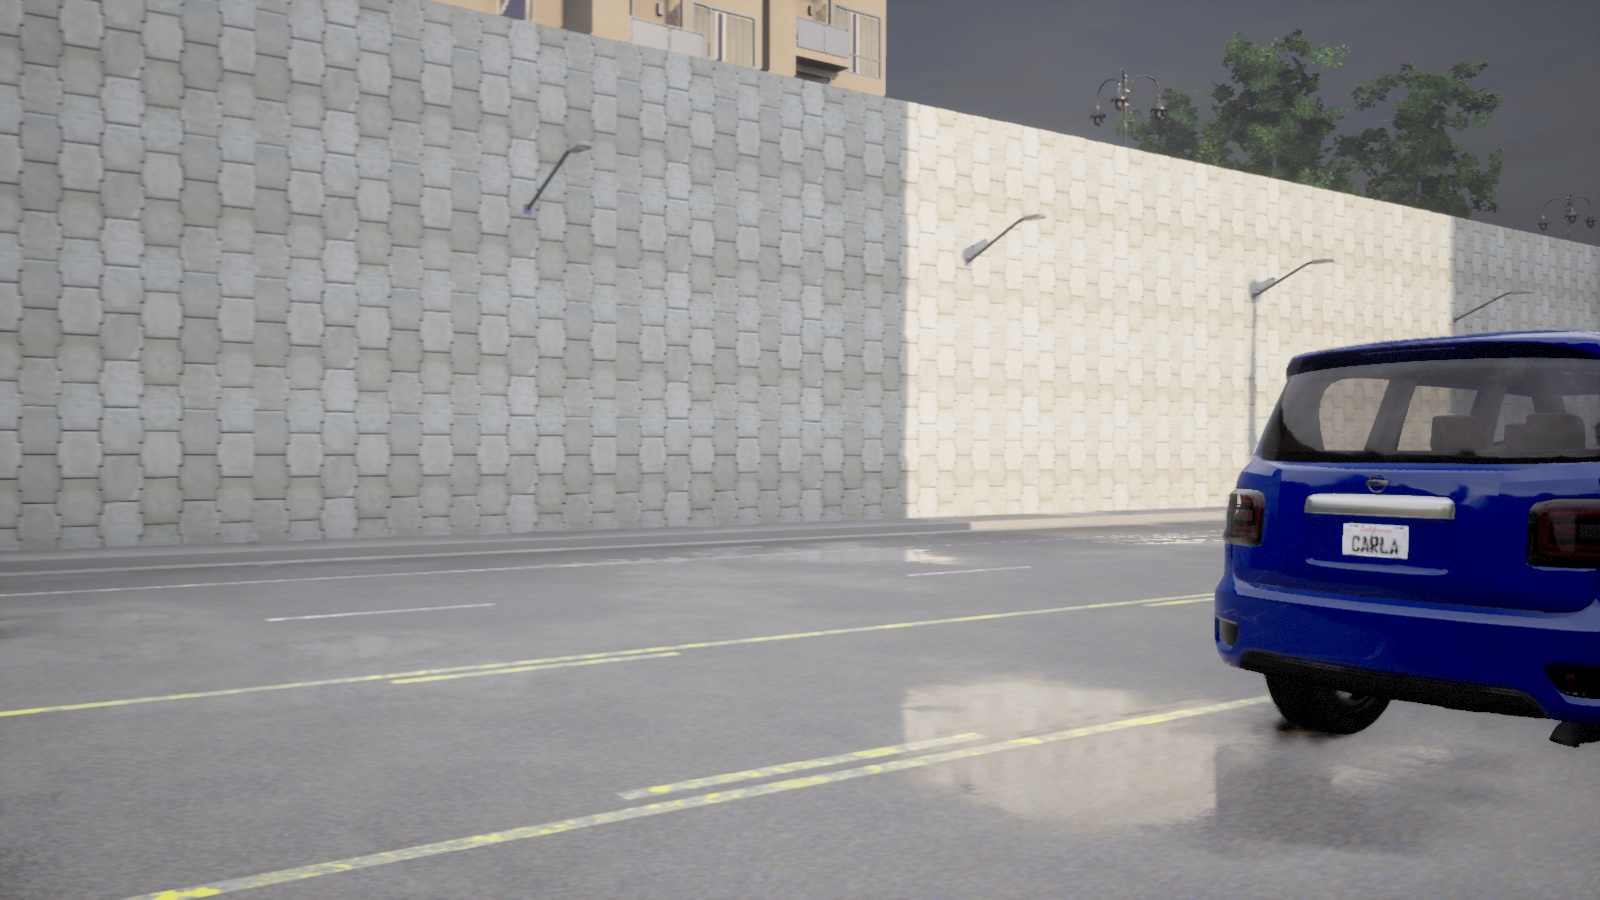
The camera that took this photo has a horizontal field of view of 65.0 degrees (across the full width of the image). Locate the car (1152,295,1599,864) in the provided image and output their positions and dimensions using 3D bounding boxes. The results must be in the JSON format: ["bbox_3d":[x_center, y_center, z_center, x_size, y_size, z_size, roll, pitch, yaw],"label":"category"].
[{"bbox_3d":[4.624,0.472,6.864,5.566,2.045,2.150,0,0,-35],"label":"car"}]
